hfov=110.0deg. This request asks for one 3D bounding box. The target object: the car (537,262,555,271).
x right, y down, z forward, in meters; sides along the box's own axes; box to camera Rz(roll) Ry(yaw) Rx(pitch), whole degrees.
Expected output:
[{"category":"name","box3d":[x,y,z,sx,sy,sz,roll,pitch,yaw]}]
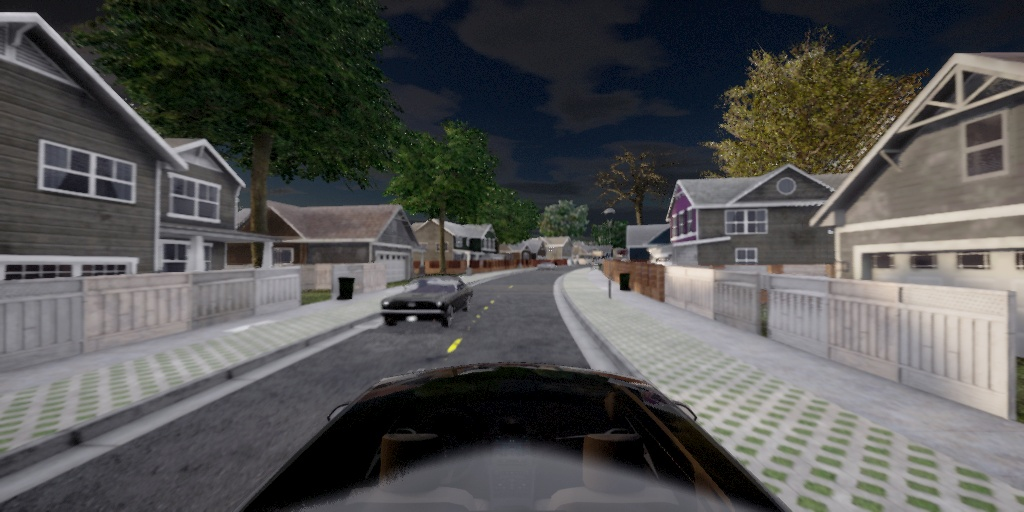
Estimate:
[{"category":"car","box3d":[5.123,1.482,53.860,1.895,1.301,4.718,0,0,18]}]

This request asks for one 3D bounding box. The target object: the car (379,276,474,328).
[{"category":"car","box3d":[-2.531,1.357,11.676,1.895,1.301,4.718,0,0,3]}]
